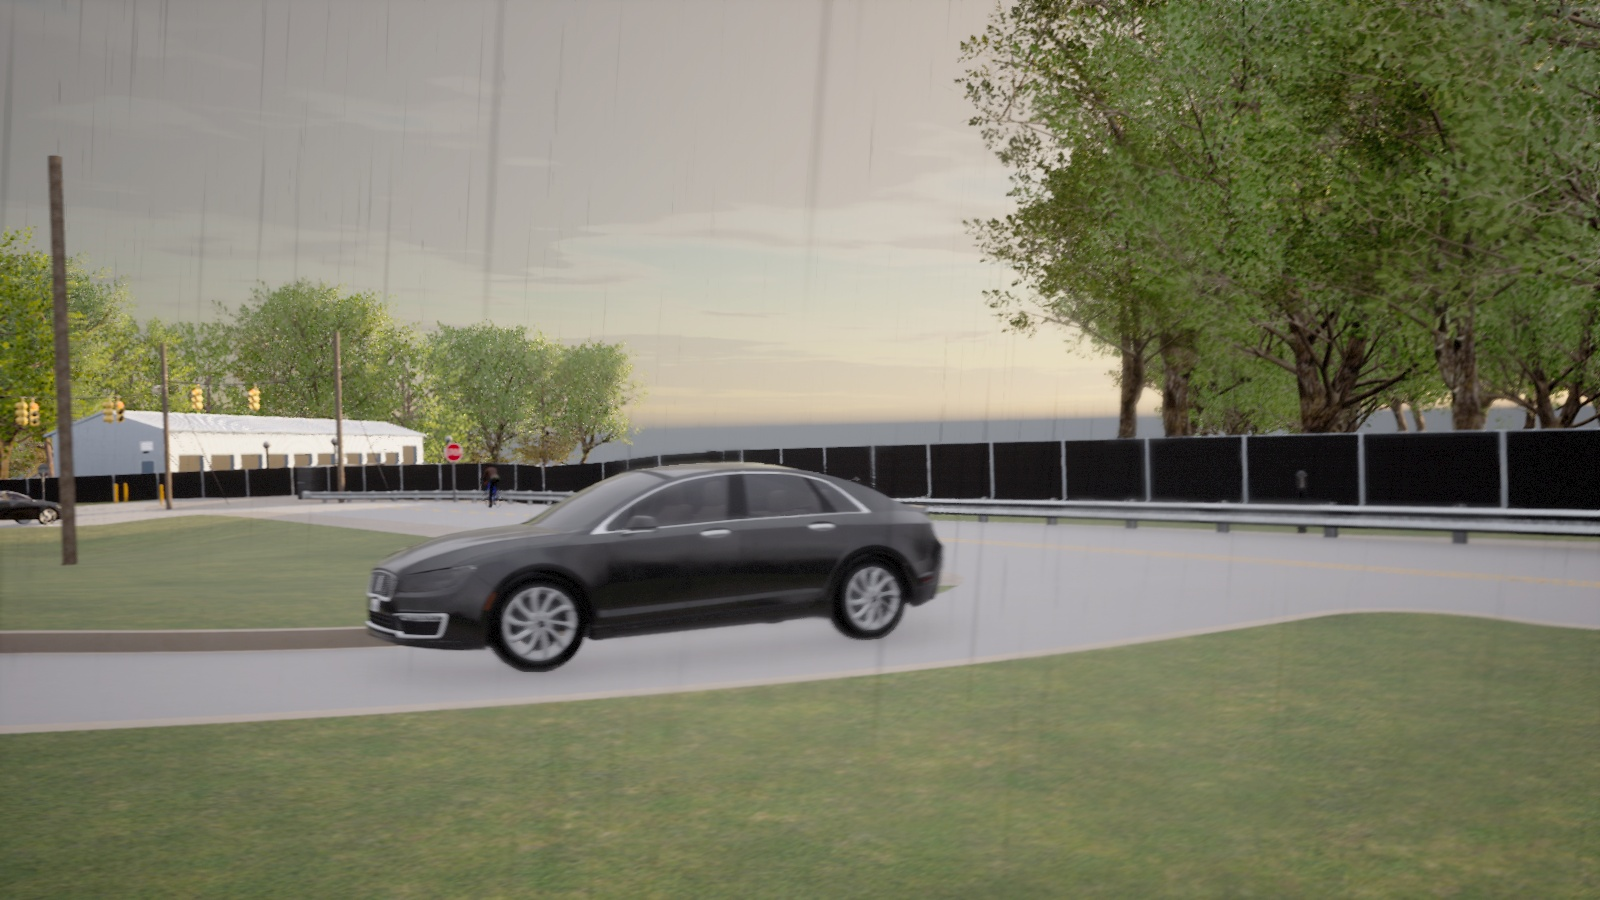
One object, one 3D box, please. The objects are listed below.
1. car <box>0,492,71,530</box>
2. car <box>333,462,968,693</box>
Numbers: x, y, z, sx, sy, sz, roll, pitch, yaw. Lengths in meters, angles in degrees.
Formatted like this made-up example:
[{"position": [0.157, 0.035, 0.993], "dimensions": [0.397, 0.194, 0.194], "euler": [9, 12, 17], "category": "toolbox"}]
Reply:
[{"position": [-33.355, 2.539, 52.221], "dimensions": [2.128, 1.511, 4.902], "euler": [-1, -2, 26], "category": "car"}, {"position": [-1.127, 0.894, 10.435], "dimensions": [4.892, 1.490, 1.837], "euler": [0, -2, -31], "category": "car"}]
